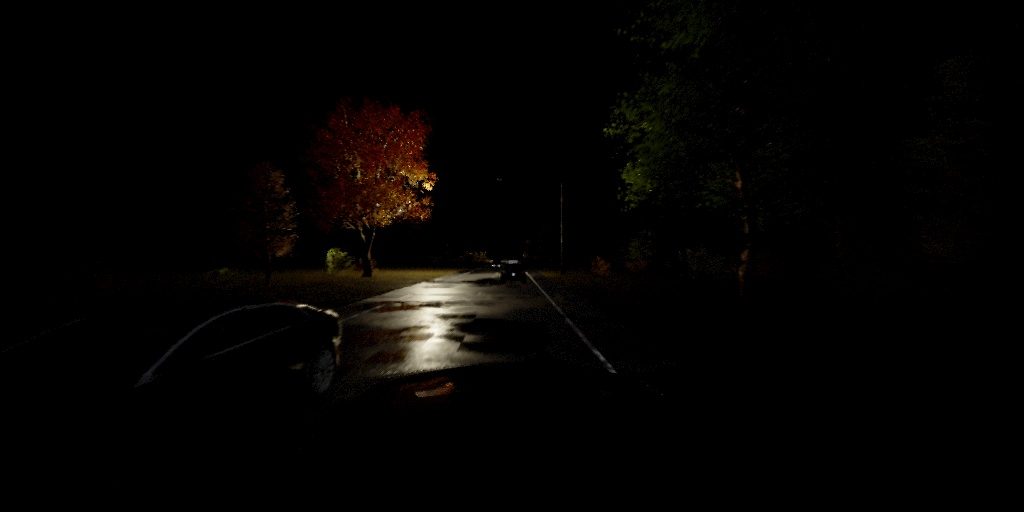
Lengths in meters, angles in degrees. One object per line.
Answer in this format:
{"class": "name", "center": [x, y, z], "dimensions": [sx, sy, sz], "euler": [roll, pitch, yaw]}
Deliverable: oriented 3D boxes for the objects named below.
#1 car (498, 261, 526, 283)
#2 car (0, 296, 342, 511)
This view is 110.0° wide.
{"class": "car", "center": [0.107, 1.327, 28.313], "dimensions": [1.994, 1.385, 4.181], "euler": [0, 0, 0]}
{"class": "car", "center": [-3.596, 1.243, 3.716], "dimensions": [2.128, 1.511, 4.902], "euler": [0, 0, 0]}
